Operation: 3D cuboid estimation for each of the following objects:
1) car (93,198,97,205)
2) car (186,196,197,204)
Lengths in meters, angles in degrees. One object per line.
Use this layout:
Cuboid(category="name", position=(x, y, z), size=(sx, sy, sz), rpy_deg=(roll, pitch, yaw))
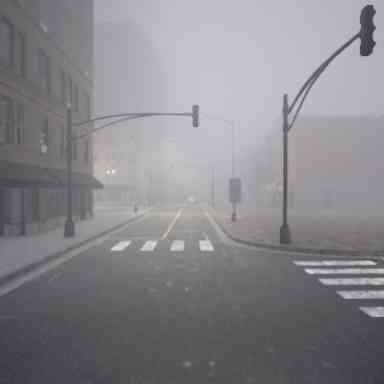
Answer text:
Cuboid(category="car", position=(-18.994, 1.595, 57.802), size=(4.892, 1.490, 1.837), rpy_deg=(0, 0, 9))
Cuboid(category="car", position=(-0.019, 1.532, 62.108), size=(1.812, 1.442, 4.674), rpy_deg=(0, 0, 0))
